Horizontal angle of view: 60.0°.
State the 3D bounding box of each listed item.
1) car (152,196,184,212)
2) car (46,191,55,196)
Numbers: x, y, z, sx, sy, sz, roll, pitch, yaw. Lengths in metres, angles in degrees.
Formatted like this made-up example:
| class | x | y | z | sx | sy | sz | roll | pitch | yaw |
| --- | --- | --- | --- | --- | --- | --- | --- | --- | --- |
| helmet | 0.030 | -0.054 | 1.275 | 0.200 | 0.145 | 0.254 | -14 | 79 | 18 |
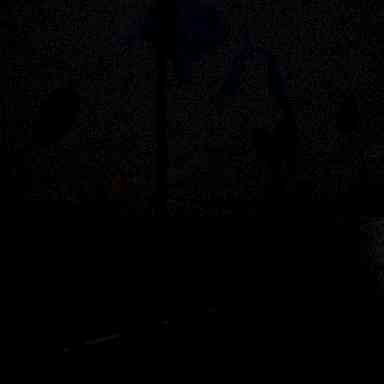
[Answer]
| class | x | y | z | sx | sy | sz | roll | pitch | yaw |
| --- | --- | --- | --- | --- | --- | --- | --- | --- | --- |
| car | -2.693 | 1.153 | 33.714 | 1.882 | 1.535 | 5.008 | -1 | 1 | -35 |
| car | -37.219 | 0.355 | 87.302 | 1.882 | 1.535 | 5.008 | -1 | 1 | -28 |
